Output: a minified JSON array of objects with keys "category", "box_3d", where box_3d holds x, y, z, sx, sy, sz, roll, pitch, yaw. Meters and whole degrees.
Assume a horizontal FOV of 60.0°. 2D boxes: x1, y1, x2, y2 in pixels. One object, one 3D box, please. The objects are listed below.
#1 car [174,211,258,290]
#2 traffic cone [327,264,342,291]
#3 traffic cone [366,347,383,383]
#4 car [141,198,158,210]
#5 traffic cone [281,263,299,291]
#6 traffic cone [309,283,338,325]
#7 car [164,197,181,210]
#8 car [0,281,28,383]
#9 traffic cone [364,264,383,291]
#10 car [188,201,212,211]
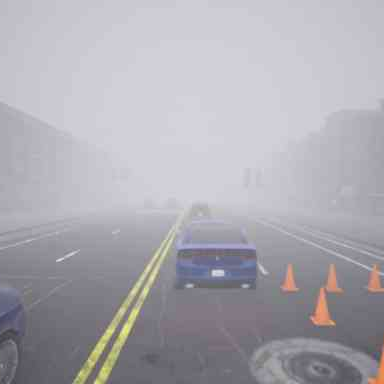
[{"category":"car","box_3d":[0.549,1.509,9.250,1.882,1.535,5.008,0,0,0]},{"category":"traffic cone","box_3d":[3.307,1.991,7.852,0.340,0.580,0.340,0,0,0]},{"category":"traffic cone","box_3d":[2.277,1.975,3.860,0.340,0.580,0.340,0,0,0]},{"category":"car","box_3d":[-5.845,1.653,46.435,1.837,1.490,4.892,0,-1,1]},{"category":"traffic cone","box_3d":[2.307,1.988,7.860,0.340,0.580,0.340,0,0,0]},{"category":"traffic cone","box_3d":[2.292,1.982,5.860,0.340,0.580,0.340,0,0,0]},{"category":"car","box_3d":[-2.598,1.506,45.997,2.097,1.767,4.553,0,0,1]},{"category":"car","box_3d":[-2.951,1.524,2.366,1.812,1.442,4.674,0,0,0]},{"category":"traffic cone","box_3d":[4.307,1.994,7.845,0.340,0.580,0.340,0,0,0]},{"category":"car","box_3d":[0.706,1.605,29.860,1.837,1.490,4.892,0,0,0]}]
